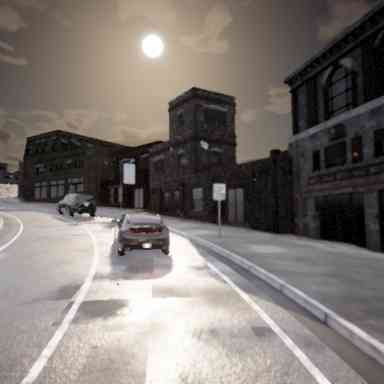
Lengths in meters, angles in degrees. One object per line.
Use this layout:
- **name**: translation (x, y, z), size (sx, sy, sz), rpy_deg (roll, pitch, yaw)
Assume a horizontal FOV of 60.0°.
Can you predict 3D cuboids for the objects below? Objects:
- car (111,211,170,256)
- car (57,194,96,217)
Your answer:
- **car**: translation (-2.117, 1.525, 13.384), size (1.837, 1.490, 4.892), rpy_deg (1, 0, -15)
- **car**: translation (-10.632, 1.175, 30.598), size (2.150, 2.045, 5.566), rpy_deg (3, -1, -37)
